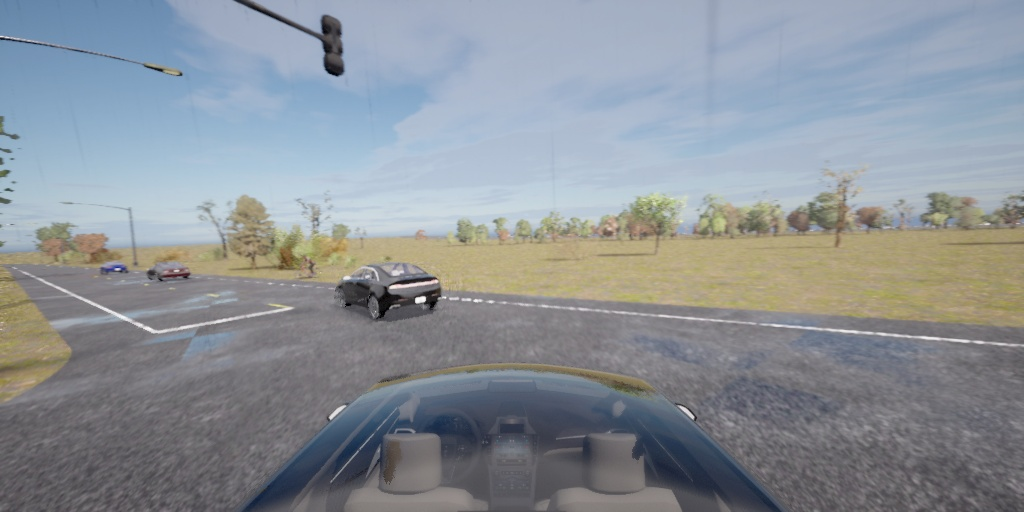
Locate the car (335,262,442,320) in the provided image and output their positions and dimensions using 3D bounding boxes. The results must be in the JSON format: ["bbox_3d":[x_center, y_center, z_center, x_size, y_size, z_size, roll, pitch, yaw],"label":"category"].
[{"bbox_3d":[-4.139,0.967,11.589,2.128,1.511,4.902,-5,4,-42],"label":"car"}]

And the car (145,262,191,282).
[{"bbox_3d":[-27.843,1.221,28.979,5.357,1.411,2.033,-1,4,35],"label":"car"}]

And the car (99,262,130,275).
[{"bbox_3d":[-47.468,1.409,42.731,4.674,1.442,1.812,-1,3,35],"label":"car"}]

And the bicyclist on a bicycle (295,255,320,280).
[{"bbox_3d":[-13.507,0.738,23.684,0.582,1.620,1.656,0,3,35],"label":"bicyclist on a bicycle"}]
